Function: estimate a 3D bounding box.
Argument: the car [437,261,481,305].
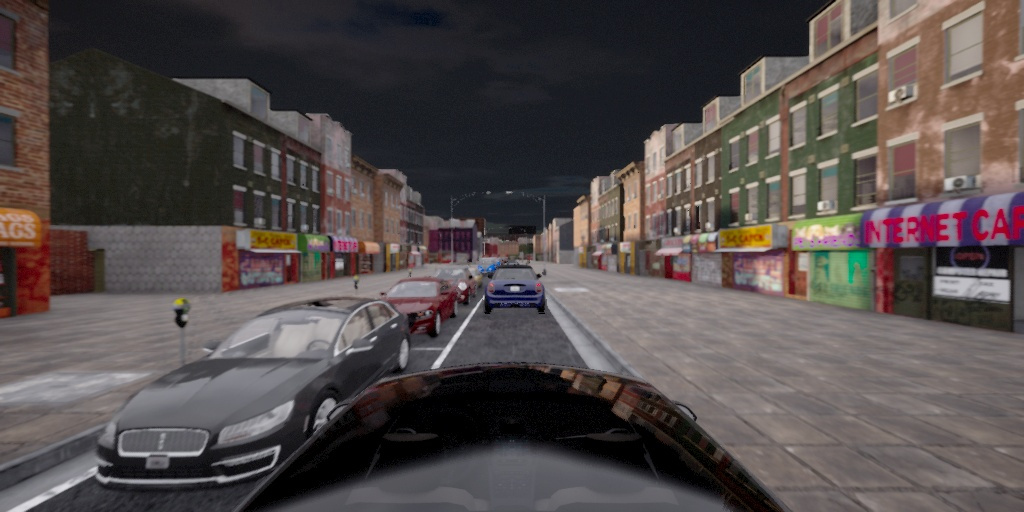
[{"bbox_3d":[-2.640,1.188,15.724,1.967,1.591,4.097,0,0,0],"label":"car"}]

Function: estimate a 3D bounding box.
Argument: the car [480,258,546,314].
[{"bbox_3d":[0.097,1.100,13.959,2.097,1.767,4.553,0,0,0],"label":"car"}]

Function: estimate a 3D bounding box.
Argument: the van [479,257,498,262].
[{"bbox_3d":[-2.643,1.094,37.460,1.690,1.789,3.998,0,0,0],"label":"van"}]

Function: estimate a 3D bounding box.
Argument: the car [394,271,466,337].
[{"bbox_3d":[-2.640,1.293,10.290,1.888,1.381,4.507,0,0,0],"label":"car"}]

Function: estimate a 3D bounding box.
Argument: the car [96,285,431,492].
[{"bbox_3d":[-2.639,1.300,4.857,2.007,1.370,4.403,0,0,0],"label":"car"}]
